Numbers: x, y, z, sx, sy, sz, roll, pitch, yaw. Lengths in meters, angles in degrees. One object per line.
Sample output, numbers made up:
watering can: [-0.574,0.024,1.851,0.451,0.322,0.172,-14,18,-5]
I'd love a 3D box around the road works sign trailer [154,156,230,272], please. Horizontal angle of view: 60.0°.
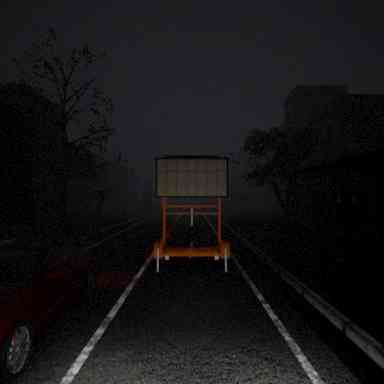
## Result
road works sign trailer: [-0.004,0.587,11.152,2.380,3.560,2.880,0,-1,0]

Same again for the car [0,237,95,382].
car: [-3.002,1.561,5.608,1.812,1.442,4.674,0,-1,0]
